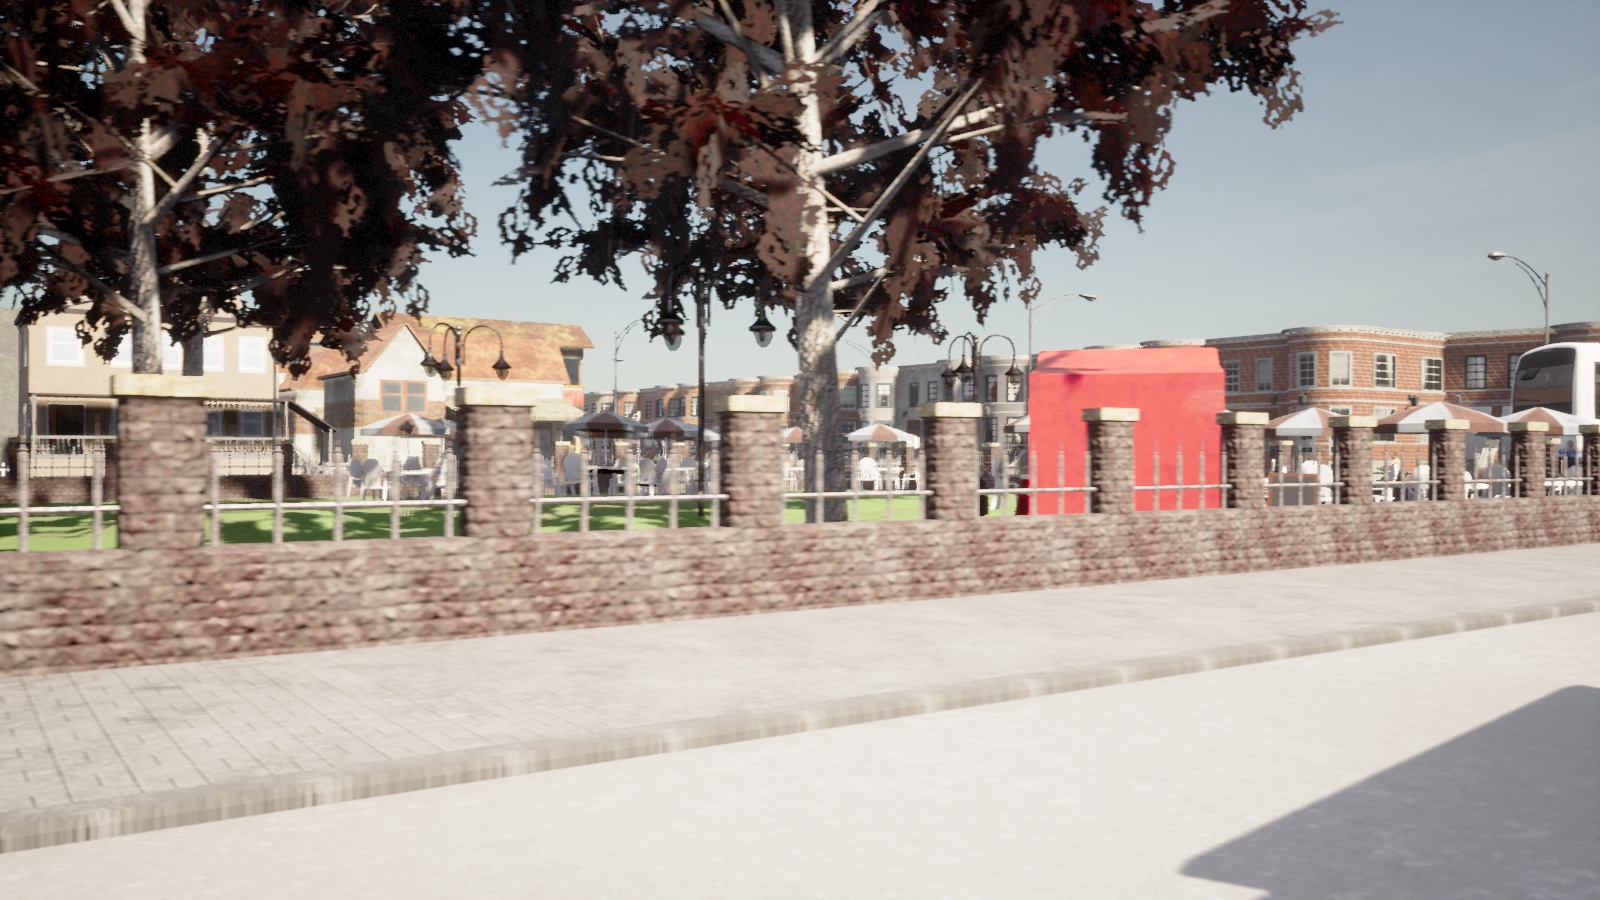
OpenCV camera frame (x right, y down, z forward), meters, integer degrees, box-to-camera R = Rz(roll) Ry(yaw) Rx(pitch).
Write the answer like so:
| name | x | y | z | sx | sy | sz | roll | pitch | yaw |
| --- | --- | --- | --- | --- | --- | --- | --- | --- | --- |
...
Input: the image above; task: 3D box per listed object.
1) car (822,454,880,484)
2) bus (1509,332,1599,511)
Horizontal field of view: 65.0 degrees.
| name | x | y | z | sx | sy | sz | roll | pitch | yaw |
| --- | --- | --- | --- | --- | --- | --- | --- | --- | --- |
| car | 2.630 | 0.933 | 64.221 | 1.816 | 1.474 | 4.193 | 0 | 0 | 19 |
| bus | 24.207 | -0.628 | 31.745 | 10.273 | 4.253 | 3.944 | 0 | -1 | 2 |
